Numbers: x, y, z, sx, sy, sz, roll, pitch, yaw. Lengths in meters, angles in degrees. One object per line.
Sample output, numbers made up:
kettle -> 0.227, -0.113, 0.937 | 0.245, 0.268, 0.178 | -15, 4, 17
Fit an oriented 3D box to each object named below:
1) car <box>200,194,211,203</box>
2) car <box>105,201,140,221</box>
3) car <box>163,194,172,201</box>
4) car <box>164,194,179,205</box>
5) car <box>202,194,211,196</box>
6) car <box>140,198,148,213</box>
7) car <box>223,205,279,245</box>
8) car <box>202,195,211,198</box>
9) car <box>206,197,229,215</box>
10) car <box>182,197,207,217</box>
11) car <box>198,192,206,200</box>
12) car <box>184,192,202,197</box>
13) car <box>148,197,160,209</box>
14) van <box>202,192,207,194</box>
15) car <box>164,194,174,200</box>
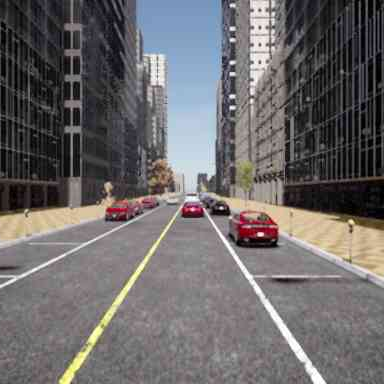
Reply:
car -> 2.658, 1.252, 66.472 | 1.967, 1.590, 4.097 | 0, 0, 0
car -> -5.703, 1.483, 26.628 | 1.887, 1.381, 4.507 | 0, 0, 0
car -> -5.729, 1.295, 77.692 | 1.752, 1.417, 4.829 | 0, 0, 0
car -> -3.100, 1.457, 53.771 | 1.895, 1.301, 4.718 | 0, 0, 0
car -> 2.663, 1.418, 55.087 | 1.947, 1.339, 4.313 | 0, 0, 0
car -> -5.706, 1.504, 32.322 | 1.802, 1.307, 4.206 | 0, 0, 0
car -> 2.684, 1.512, 15.242 | 1.887, 1.381, 4.507 | 0, 0, 0
car -> 2.669, 1.454, 43.703 | 1.947, 1.339, 4.313 | 0, 0, 0
car -> 2.675, 1.488, 32.319 | 1.947, 1.339, 4.313 | 0, 0, 0
car -> 0.066, 1.489, 30.969 | 1.994, 1.385, 4.181 | 0, 0, 0
car -> 2.646, 1.039, 89.240 | 2.192, 1.841, 5.009 | 0, 0, 0
car -> -0.025, 1.090, 49.979 | 2.150, 2.045, 5.566 | 0, 0, 0
car -> -5.712, 1.433, 43.707 | 1.887, 1.381, 4.507 | 0, 0, 0
van -> 2.661, 1.173, 60.780 | 1.690, 1.788, 3.998 | 0, 0, 0
car -> -5.733, 1.297, 83.556 | 2.008, 1.369, 4.403 | 0, 0, 0
